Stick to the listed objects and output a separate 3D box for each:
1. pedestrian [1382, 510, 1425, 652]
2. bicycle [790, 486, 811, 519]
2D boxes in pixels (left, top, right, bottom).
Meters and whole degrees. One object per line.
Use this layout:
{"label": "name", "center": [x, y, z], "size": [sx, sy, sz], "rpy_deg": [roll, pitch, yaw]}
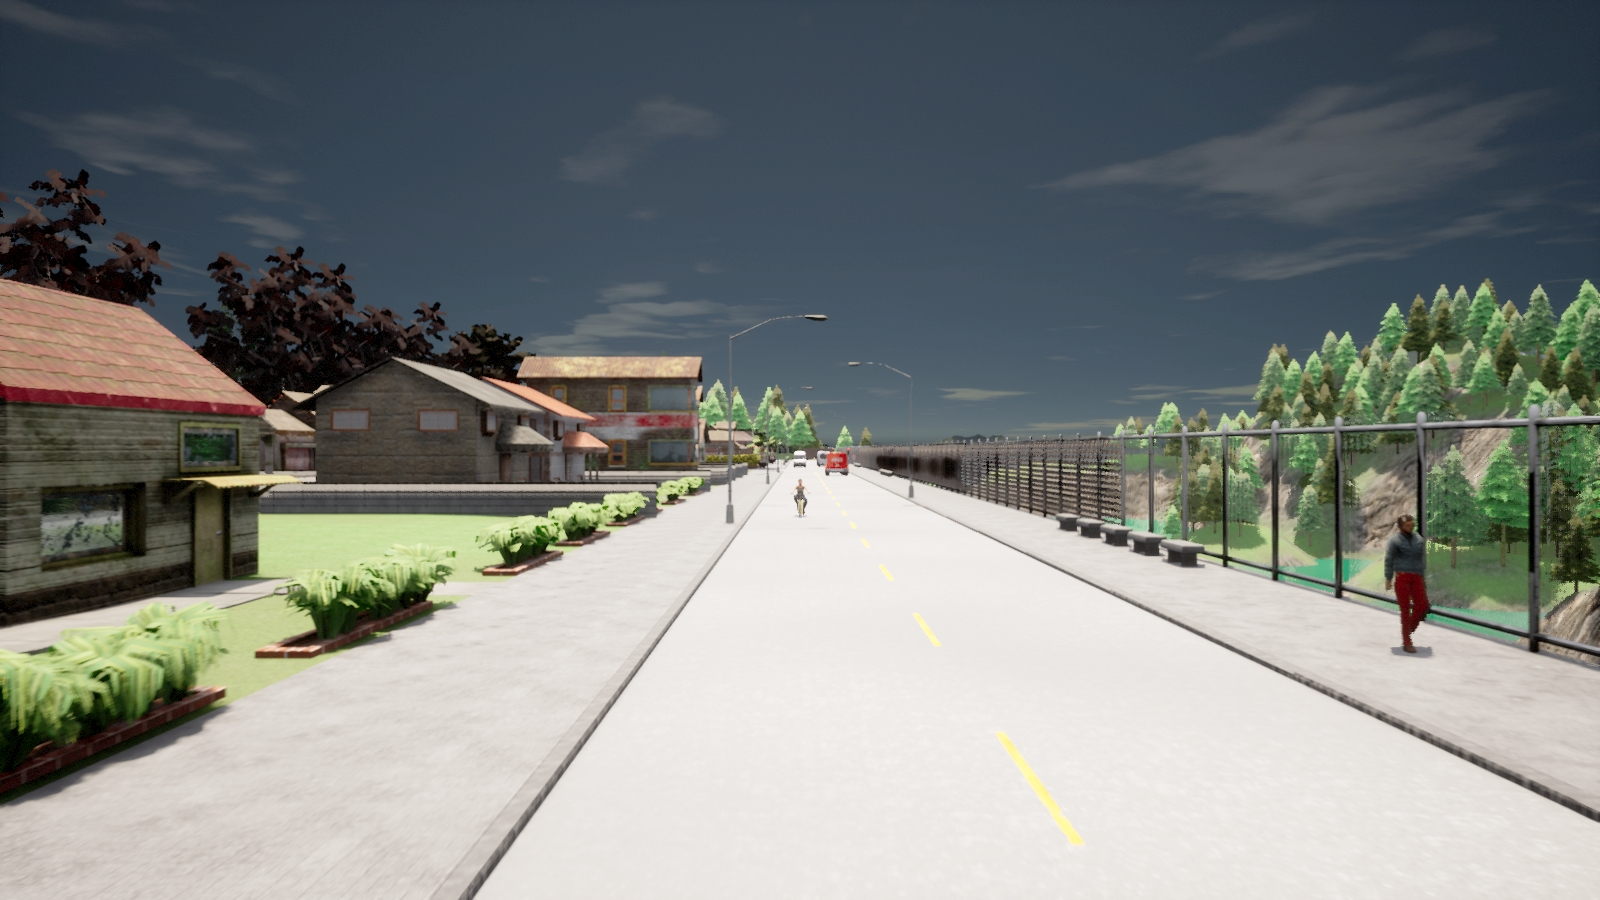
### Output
{"label": "pedestrian", "center": [8.083, 1.741, 15.305], "size": [0.375, 1.860, 0.375], "rpy_deg": [0, 0, -1]}
{"label": "bicycle", "center": [0.014, 2.151, 47.160], "size": [0.859, 1.276, 1.487], "rpy_deg": [0, 0, 0]}
